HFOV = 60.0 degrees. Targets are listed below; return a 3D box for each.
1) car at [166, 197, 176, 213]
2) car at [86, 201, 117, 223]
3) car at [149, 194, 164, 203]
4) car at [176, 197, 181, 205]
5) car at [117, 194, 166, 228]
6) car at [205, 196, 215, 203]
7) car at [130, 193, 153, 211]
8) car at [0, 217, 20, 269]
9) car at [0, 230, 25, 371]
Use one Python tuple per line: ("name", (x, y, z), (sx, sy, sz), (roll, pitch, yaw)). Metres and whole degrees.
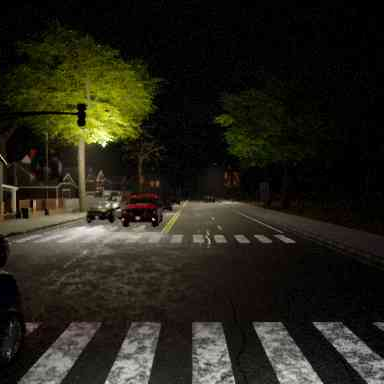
("car", (-3.158, 1.498, 37.750), (1.837, 1.490, 4.892), (0, -1, 0))
("car", (-6.476, 1.483, 25.147), (2.128, 1.511, 4.902), (0, 0, 0))
("car", (-6.209, 1.149, 58.240), (2.033, 1.411, 5.357), (0, 0, 0))
("car", (-2.962, 1.541, 58.053), (2.033, 1.411, 5.357), (0, 0, 0))
("car", (-3.238, 1.213, 22.711), (2.150, 2.045, 5.566), (0, 0, 0))
("car", (3.687, 1.503, 67.625), (1.837, 1.490, 4.892), (0, 0, 1))
("car", (-6.380, 1.215, 42.737), (2.150, 2.045, 5.566), (0, 0, 0))
("car", (-6.577, 1.541, 8.604), (1.812, 1.442, 4.674), (-1, 0, 0))
("car", (-3.339, 1.351, 2.633), (2.097, 1.767, 4.553), (0, 0, 0))
